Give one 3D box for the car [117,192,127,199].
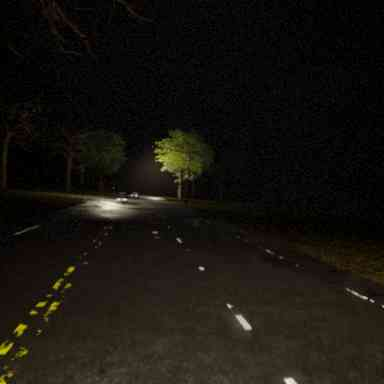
[{"bbox_3d":[-14.258,0.705,68.074,1.994,1.385,4.181,4,0,-9],"label":"car"}]
